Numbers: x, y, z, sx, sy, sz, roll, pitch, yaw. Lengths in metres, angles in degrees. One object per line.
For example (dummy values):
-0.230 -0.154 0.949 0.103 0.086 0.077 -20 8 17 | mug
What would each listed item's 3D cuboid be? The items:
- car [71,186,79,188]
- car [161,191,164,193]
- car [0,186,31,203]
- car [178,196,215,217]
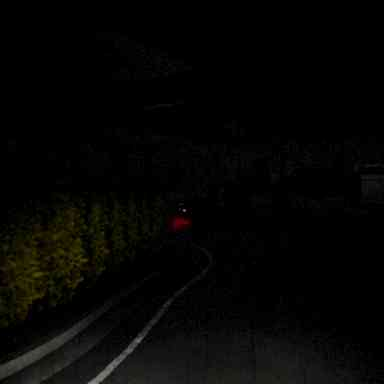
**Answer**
-23.352 -0.213 64.128 4.605 1.855 1.932 1 1 37 | car
-7.852 0.035 71.898 3.806 1.475 1.970 1 1 37 | car
-20.725 0.274 38.351 4.605 1.855 1.932 1 1 37 | car
0.928 1.052 25.864 1.837 1.490 4.892 1 1 38 | car
